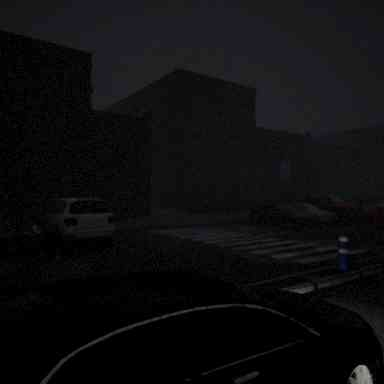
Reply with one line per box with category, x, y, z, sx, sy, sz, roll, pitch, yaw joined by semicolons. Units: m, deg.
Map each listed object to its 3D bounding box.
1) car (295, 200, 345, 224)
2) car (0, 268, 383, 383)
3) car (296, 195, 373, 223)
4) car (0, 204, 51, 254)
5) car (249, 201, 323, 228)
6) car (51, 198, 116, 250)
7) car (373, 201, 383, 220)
car;8.248;1.561;24.399;2.002;1.452;4.674;0;0;-35
car;-0.155;1.508;3.011;4.892;1.490;1.837;0;0;-35
car;10.519;1.268;25.965;2.435;2.045;5.566;0;0;-35
car;-7.438;1.384;13.358;2.185;1.767;4.553;0;0;-35
car;6.013;1.552;22.783;2.163;1.488;4.792;0;0;-35
car;-5.283;1.262;14.876;2.435;2.045;5.566;0;0;-35
car;12.773;1.391;27.553;2.185;1.767;4.553;0;0;-35
